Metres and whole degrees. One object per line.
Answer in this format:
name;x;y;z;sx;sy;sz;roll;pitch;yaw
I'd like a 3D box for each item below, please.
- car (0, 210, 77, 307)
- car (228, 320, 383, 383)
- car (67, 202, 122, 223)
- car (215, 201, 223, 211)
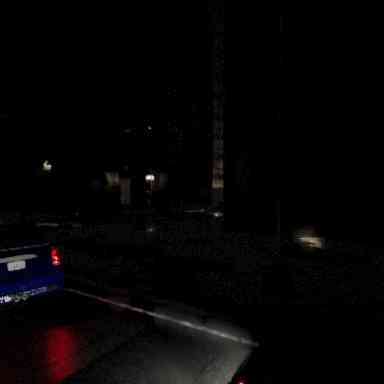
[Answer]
car;-4.823;1.310;7.126;4.553;1.767;2.097;0;0;36
car;2.237;1.568;2.075;4.181;1.385;1.994;0;0;37
car;-7.874;1.543;26.486;1.882;1.535;5.008;0;0;36
car;4.984;1.628;44.414;2.097;1.767;4.553;0;-1;36
